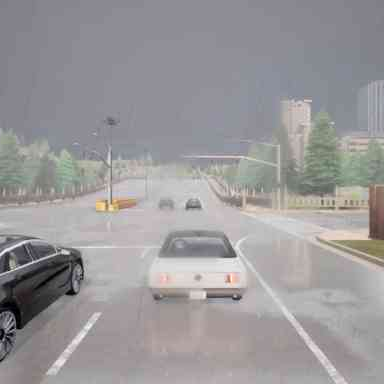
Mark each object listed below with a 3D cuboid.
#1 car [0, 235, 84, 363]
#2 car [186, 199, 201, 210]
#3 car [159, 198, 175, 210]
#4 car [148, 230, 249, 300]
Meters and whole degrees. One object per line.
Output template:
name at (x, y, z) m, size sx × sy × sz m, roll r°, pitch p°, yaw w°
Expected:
car at (-3.387, 1.492, 5.777) m, size 2.128 × 1.511 × 4.902 m, roll 0°, pitch 0°, yaw 0°
car at (0.198, 1.564, 43.931) m, size 1.994 × 1.385 × 4.181 m, roll 0°, pitch 0°, yaw 0°
car at (-3.304, 1.505, 43.753) m, size 1.837 × 1.490 × 4.892 m, roll 0°, pitch 0°, yaw 0°
car at (0.117, 1.601, 8.311) m, size 1.895 × 1.301 × 4.718 m, roll 0°, pitch 0°, yaw 0°
